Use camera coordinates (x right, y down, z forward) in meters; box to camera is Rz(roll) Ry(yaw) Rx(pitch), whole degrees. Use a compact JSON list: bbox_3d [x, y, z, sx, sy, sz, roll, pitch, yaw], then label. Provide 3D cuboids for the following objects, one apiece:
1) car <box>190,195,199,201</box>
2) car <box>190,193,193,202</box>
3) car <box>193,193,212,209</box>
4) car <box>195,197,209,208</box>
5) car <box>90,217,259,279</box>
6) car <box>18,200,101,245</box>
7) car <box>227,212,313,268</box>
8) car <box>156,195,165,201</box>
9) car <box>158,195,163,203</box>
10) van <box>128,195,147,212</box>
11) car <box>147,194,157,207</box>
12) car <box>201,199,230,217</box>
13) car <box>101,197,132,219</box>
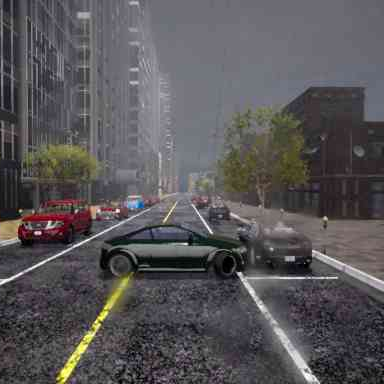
[{"bbox_3d":[0.633,1.537,83.005,1.947,1.339,4.313,-1,0,-1],"label":"car"},{"bbox_3d":[0.906,1.290,71.939,2.192,1.841,5.009,-1,0,-1],"label":"car"},{"bbox_3d":[1.599,1.301,44.275,2.192,1.841,5.009,-1,0,-1],"label":"car"},{"bbox_3d":[1.460,1.509,49.978,1.752,1.417,4.829,-1,0,-1],"label":"car"},{"bbox_3d":[-0.454,1.557,9.478,4.181,1.385,1.994,0,0,-1],"label":"car"},{"bbox_3d":[-6.168,1.310,15.680,2.192,1.841,5.009,-1,0,-1],"label":"car"},{"bbox_3d":[2.565,1.548,11.082,2.008,1.369,4.403,-1,0,-1],"label":"car"},{"bbox_3d":[-7.742,1.497,82.636,1.752,1.417,4.829,-1,0,-1],"label":"car"},{"bbox_3d":[-7.330,1.522,66.207,1.887,1.381,4.507,-1,0,-1],"label":"car"},{"bbox_3d":[-6.639,1.329,38.542,1.690,1.788,3.998,-1,0,-1],"label":"van"},{"bbox_3d":[-6.917,1.299,49.608,2.192,1.841,5.009,-1,0,-1],"label":"car"},{"bbox_3d":[2.049,1.543,26.942,2.008,1.369,4.403,-1,0,-1],"label":"car"},{"bbox_3d":[-6.354,1.432,26.748,1.967,1.590,4.097,-1,0,-1],"label":"car"}]
